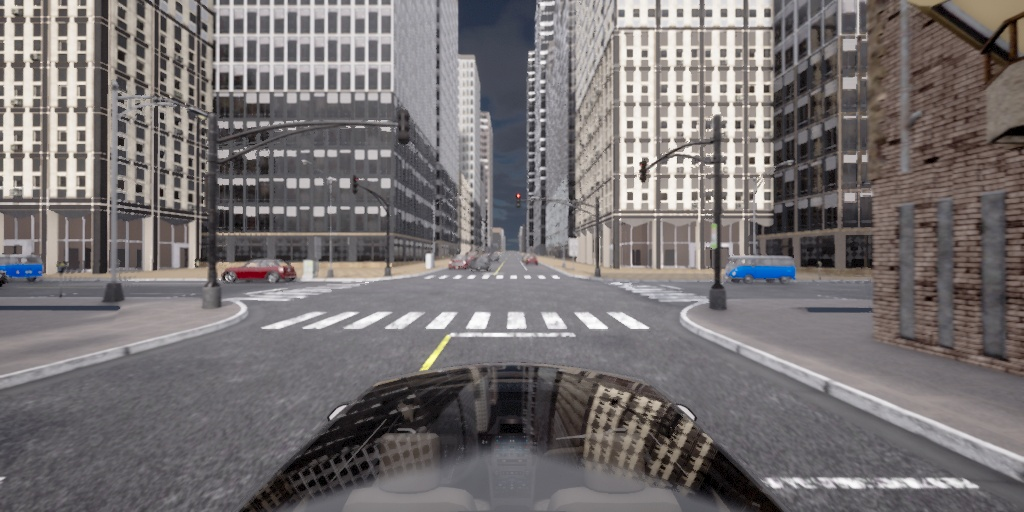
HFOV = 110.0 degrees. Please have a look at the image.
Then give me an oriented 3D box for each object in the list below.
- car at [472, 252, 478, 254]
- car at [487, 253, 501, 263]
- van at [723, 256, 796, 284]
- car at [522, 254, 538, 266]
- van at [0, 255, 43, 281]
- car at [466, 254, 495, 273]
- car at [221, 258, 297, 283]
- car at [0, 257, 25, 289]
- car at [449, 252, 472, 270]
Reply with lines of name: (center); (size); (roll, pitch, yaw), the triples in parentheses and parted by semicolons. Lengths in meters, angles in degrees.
car: (-5.631, 0.353, 49.937); (2.192, 1.841, 5.009); (0, 0, 0)
car: (-2.930, 0.344, 59.264); (1.837, 1.490, 4.892); (0, 1, 0)
van: (16.008, 0.886, 23.254); (3.998, 1.789, 1.690); (0, 0, 0)
car: (2.750, 0.620, 49.989); (1.802, 1.307, 4.207); (0, 0, 0)
van: (-33.411, 0.801, 23.425); (3.998, 1.789, 1.690); (0, 0, 0)
car: (-2.960, 0.801, 34.533); (1.837, 1.490, 4.892); (0, 1, 0)
car: (-16.466, 0.926, 23.367); (4.097, 1.591, 1.967); (0, 0, 0)
car: (-27.959, 0.934, 17.622); (4.902, 1.511, 2.128); (0, 0, 0)
car: (-5.645, 0.642, 38.788); (1.967, 1.591, 4.097); (0, 0, 0)
